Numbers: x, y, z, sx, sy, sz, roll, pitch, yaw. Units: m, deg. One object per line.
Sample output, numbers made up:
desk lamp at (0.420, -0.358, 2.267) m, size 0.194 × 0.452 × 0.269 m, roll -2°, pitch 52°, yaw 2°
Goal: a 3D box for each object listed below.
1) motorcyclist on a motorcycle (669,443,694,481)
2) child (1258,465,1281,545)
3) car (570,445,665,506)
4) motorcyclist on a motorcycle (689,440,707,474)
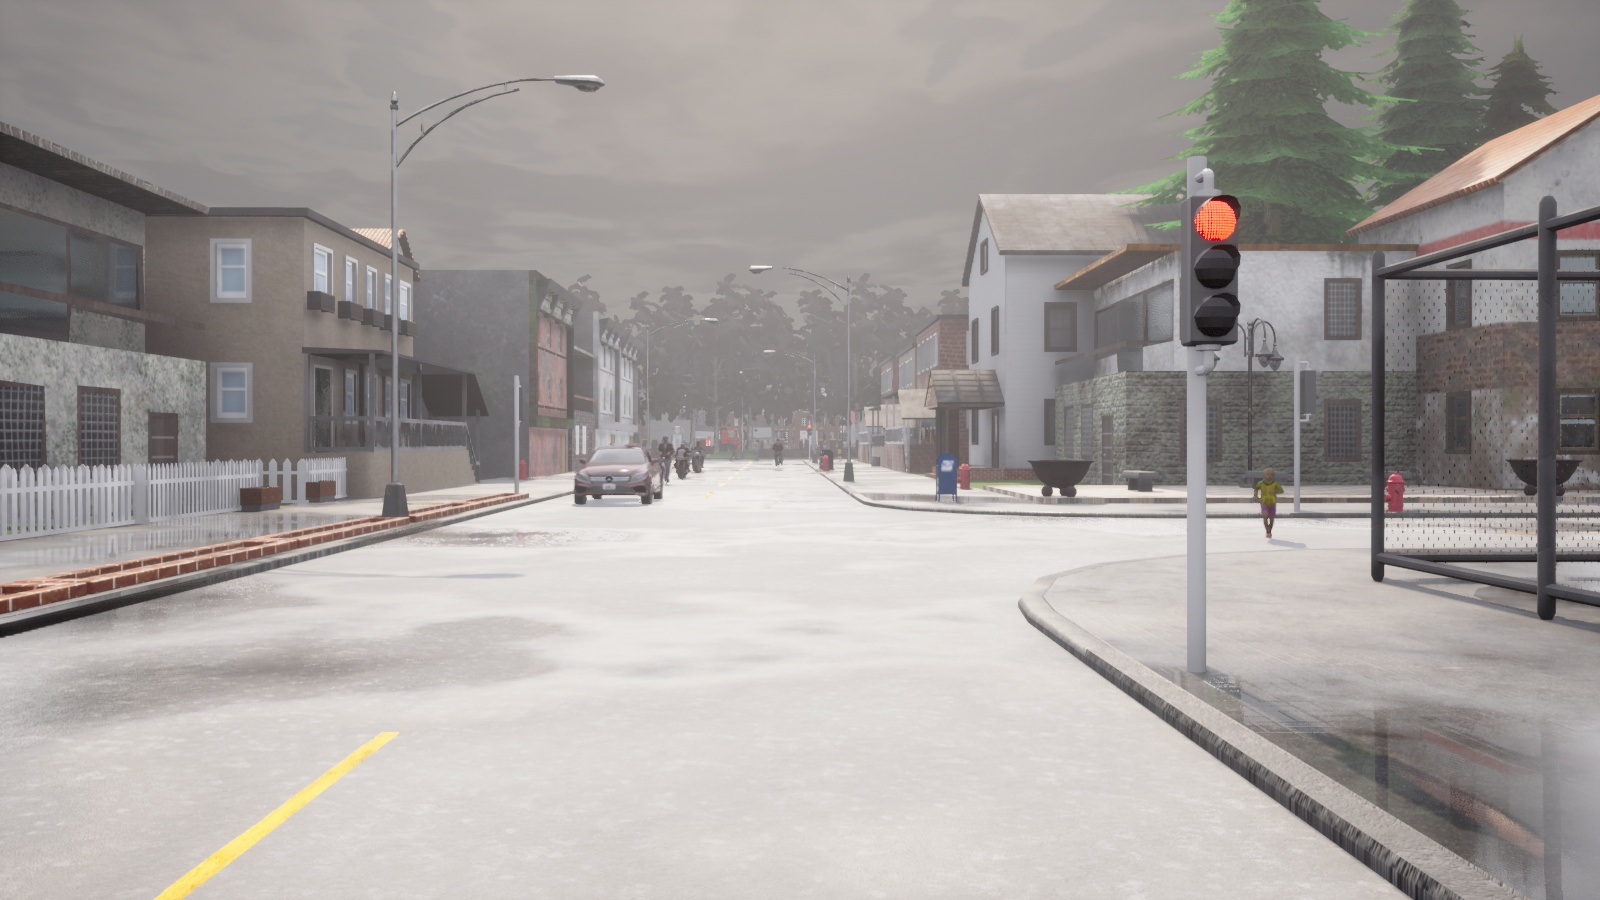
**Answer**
motorcyclist on a motorcycle at (-4.903, 0.483, 52.244) m, size 0.866 × 1.530 × 2.191 m, roll 0°, pitch 0°, yaw -1°
child at (6.997, 0.816, 18.729) m, size 0.299 × 1.160 × 0.473 m, roll 0°, pitch 0°, yaw 18°
car at (-4.534, 0.589, 31.773) m, size 1.812 × 1.442 × 4.674 m, roll 0°, pitch 0°, yaw -1°
motorcyclist on a motorcycle at (-5.089, 0.340, 62.591) m, size 0.766 × 1.649 × 2.350 m, roll 0°, pitch 1°, yaw -1°
